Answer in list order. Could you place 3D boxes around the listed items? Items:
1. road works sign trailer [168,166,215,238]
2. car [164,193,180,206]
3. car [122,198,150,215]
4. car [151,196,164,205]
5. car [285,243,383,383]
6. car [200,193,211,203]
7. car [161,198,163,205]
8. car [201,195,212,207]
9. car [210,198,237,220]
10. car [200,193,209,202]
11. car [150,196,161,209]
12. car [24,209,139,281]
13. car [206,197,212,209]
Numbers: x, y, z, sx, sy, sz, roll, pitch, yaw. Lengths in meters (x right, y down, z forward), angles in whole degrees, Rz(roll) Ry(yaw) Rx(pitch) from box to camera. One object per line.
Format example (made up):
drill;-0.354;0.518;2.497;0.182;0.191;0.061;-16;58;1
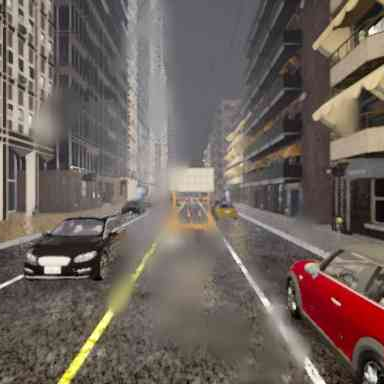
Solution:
road works sign trailer;-0.008;0.431;17.318;2.380;3.560;2.880;0;0;0
car;-3.081;1.133;52.588;2.150;2.045;5.566;0;0;0
car;-5.704;1.505;32.904;1.947;1.339;4.313;0;0;0
car;-5.714;1.433;55.328;1.752;1.417;4.829;0;0;0
car;2.689;1.431;4.665;1.967;1.590;4.097;0;0;0
car;2.662;1.210;66.799;2.192;1.841;5.009;0;0;0
car;-5.712;1.355;49.850;1.967;1.590;4.097;0;0;0
car;2.671;1.474;44.205;2.008;1.369;4.403;0;0;0
car;2.679;1.474;27.429;1.752;1.417;4.829;0;0;0
car;2.666;1.349;55.501;1.967;1.590;4.097;0;0;0
car;-5.709;1.473;44.200;2.008;1.369;4.403;0;0;0
car;-3.104;1.472;9.857;2.128;1.511;4.902;0;0;0
car;2.677;1.506;32.908;1.947;1.339;4.313;0;0;0
